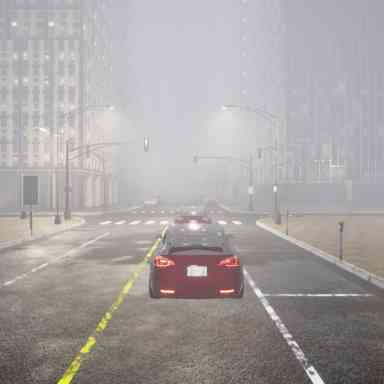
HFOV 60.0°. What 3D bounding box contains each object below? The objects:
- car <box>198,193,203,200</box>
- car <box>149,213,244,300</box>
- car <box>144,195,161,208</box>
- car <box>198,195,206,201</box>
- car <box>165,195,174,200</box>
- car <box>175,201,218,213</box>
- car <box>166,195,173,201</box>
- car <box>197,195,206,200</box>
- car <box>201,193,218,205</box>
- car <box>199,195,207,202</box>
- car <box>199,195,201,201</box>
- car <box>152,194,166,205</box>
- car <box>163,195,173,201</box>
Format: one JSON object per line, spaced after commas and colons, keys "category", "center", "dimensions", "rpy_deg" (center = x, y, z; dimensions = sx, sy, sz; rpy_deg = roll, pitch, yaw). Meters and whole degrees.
{"category": "car", "center": [2.528, 1.220, 70.917], "dimensions": [2.192, 1.841, 5.009], "rpy_deg": [0, 0, 0]}
{"category": "car", "center": [0.079, 1.502, 8.457], "dimensions": [2.163, 1.488, 4.792], "rpy_deg": [0, 0, 0]}
{"category": "car", "center": [-5.930, 1.483, 48.027], "dimensions": [1.752, 1.417, 4.829], "rpy_deg": [0, 0, 0]}
{"category": "car", "center": [2.500, 1.419, 82.266], "dimensions": [1.887, 1.381, 4.507], "rpy_deg": [0, 0, 0]}
{"category": "car", "center": [-5.894, 1.407, 87.928], "dimensions": [2.008, 1.369, 4.403], "rpy_deg": [0, 0, 0]}
{"category": "car", "center": [0.048, 1.496, 18.452], "dimensions": [2.163, 1.488, 4.792], "rpy_deg": [0, 0, 0]}
{"category": "car", "center": [-5.868, 1.435, 76.577], "dimensions": [1.887, 1.381, 4.507], "rpy_deg": [0, 0, 0]}
{"category": "car", "center": [2.486, 1.407, 87.940], "dimensions": [2.008, 1.369, 4.403], "rpy_deg": [0, 0, 0]}
{"category": "car", "center": [2.710, 1.398, 48.216], "dimensions": [1.967, 1.590, 4.097], "rpy_deg": [0, 0, 0]}
{"category": "car", "center": [2.513, 1.415, 76.762], "dimensions": [1.752, 1.417, 4.829], "rpy_deg": [0, 0, 0]}
{"category": "car", "center": [2.665, 1.497, 53.895], "dimensions": [2.008, 1.369, 4.403], "rpy_deg": [0, 0, 0]}
{"category": "car", "center": [-5.913, 1.261, 53.875], "dimensions": [2.192, 1.841, 5.009], "rpy_deg": [0, 0, 0]}
{"category": "car", "center": [-5.881, 1.425, 82.252], "dimensions": [2.008, 1.369, 4.403], "rpy_deg": [0, 0, 0]}
